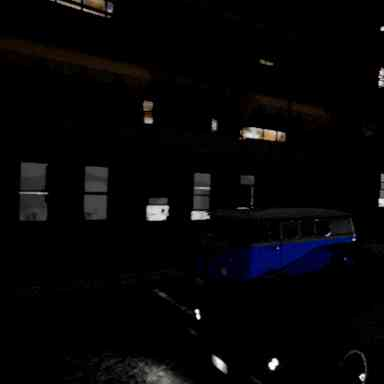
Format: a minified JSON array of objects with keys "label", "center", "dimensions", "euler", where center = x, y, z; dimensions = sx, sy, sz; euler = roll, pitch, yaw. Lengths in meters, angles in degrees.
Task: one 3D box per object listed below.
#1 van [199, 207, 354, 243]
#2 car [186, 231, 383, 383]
[{"label":"van","center":[1.965,1.257,7.590],"dimensions":[3.998,1.788,1.690],"euler":[1,2,-31]},{"label":"car","center":[2.615,1.513,4.960],"dimensions":[5.357,1.411,2.033],"euler":[1,1,-30]}]
